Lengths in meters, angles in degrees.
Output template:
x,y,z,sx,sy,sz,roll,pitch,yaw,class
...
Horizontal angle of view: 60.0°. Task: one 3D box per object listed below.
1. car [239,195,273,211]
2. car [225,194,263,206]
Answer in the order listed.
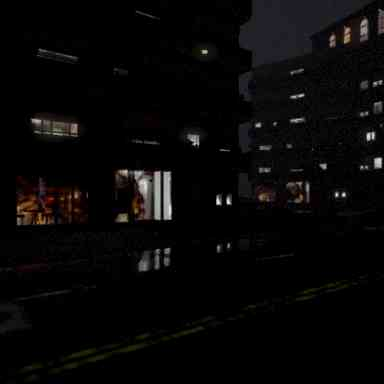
x,y,z,sx,sy,sz,roll,pitch,yaw,class
5.989,1.155,33.560,4.403,1.369,2.008,1,0,38,car
6.776,1.065,43.548,4.403,1.369,2.008,1,0,38,car
